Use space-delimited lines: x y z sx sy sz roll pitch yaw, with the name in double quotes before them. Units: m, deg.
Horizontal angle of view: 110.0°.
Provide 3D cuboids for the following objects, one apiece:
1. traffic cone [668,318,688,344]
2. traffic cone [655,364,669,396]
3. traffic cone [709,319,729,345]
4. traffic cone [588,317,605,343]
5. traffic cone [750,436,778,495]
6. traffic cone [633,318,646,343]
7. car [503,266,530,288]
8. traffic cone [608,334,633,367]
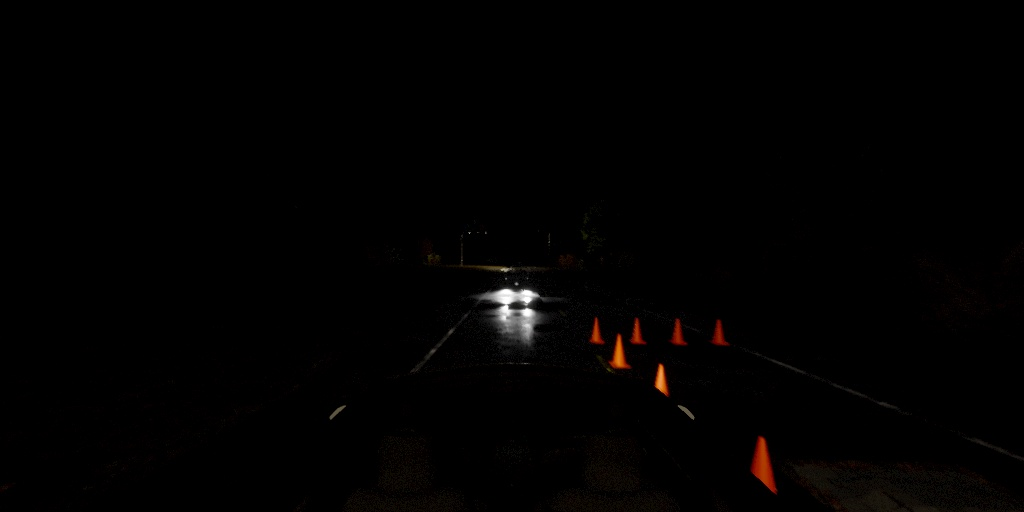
"traffic cone" 4.078 1.834 8.828 0.340 0.580 0.340 0 0 1
"traffic cone" 2.019 1.765 4.859 0.340 0.580 0.340 0 0 1
"traffic cone" 5.078 1.846 8.813 0.340 0.580 0.340 0 0 1
"traffic cone" 2.079 1.811 8.858 0.340 0.580 0.340 0 0 1
"traffic cone" 1.989 1.742 2.859 0.340 0.580 0.340 0 0 1
"traffic cone" 3.078 1.822 8.843 0.340 0.580 0.340 0 0 1
"car" 0.341 1.644 26.791 1.895 1.301 4.718 1 -1 1
"traffic cone" 2.049 1.788 6.858 0.340 0.580 0.340 0 0 1
